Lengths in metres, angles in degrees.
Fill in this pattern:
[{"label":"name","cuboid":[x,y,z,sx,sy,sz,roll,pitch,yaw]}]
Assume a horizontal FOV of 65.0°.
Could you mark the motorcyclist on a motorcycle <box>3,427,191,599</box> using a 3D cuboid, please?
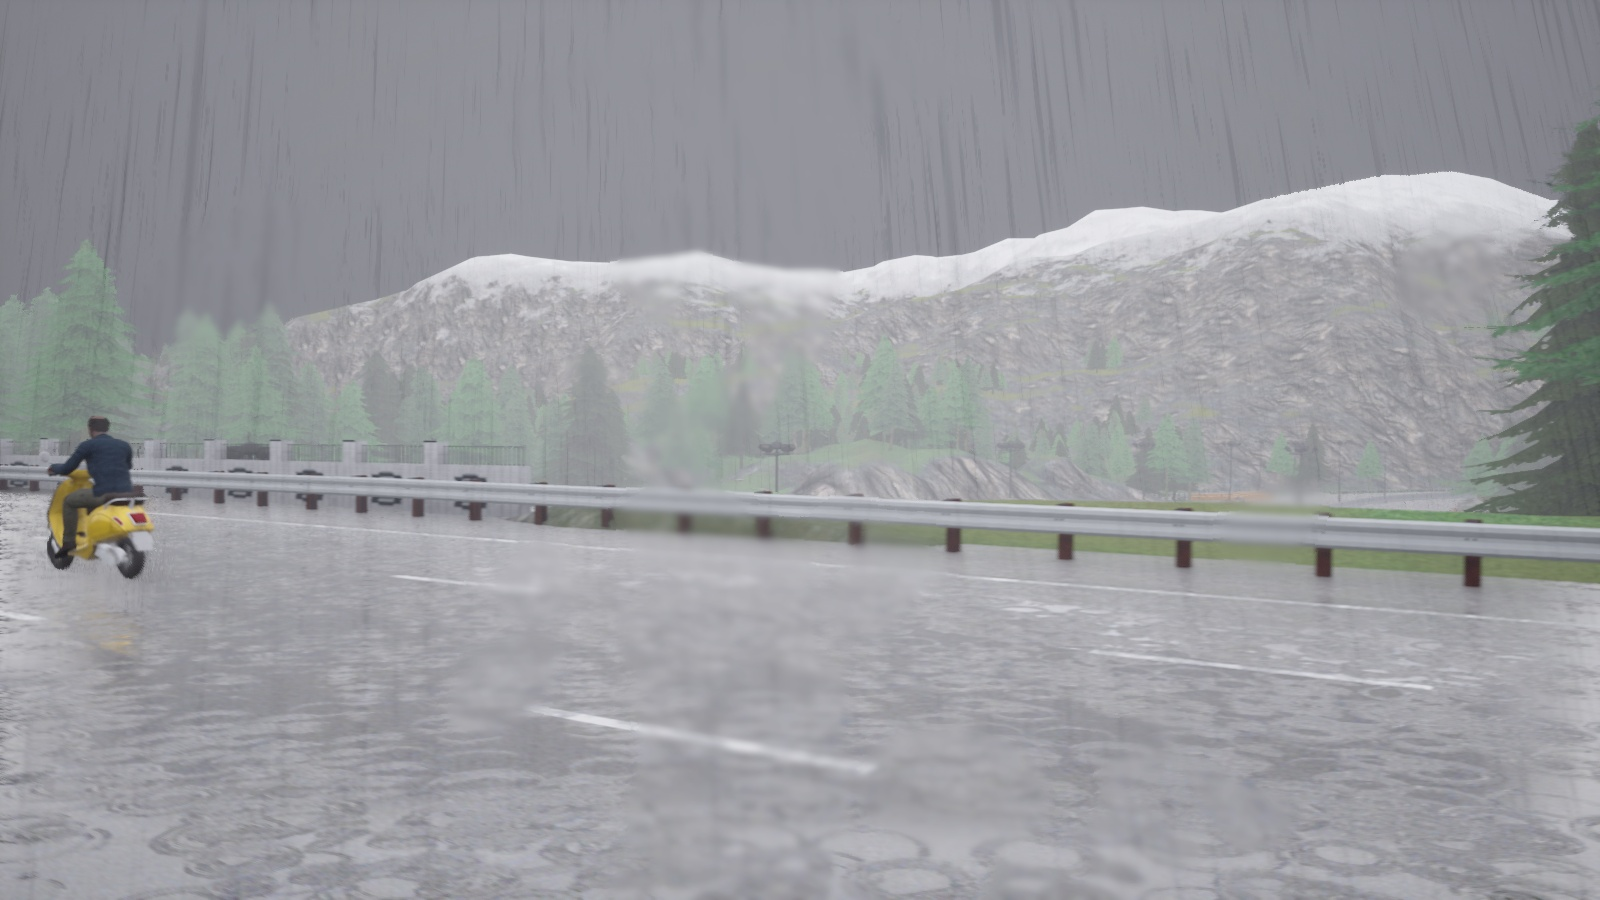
[{"label":"motorcyclist on a motorcycle","cuboid":[-6.988,0.578,12.467,1.817,1.590,0.866,0,1,34]}]
